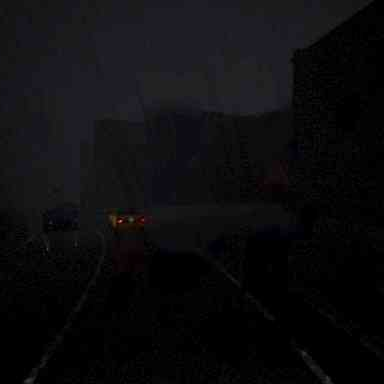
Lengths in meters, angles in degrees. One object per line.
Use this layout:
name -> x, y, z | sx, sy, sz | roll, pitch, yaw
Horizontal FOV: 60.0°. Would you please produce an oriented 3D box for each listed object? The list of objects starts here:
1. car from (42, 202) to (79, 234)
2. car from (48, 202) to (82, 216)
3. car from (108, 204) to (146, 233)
car -> -8.535, 1.690, 21.534 | 1.882, 1.535, 5.008 | -2, 0, -24
car -> -14.983, 1.940, 38.921 | 2.033, 1.411, 5.357 | -4, 1, -40
car -> -4.116, 1.526, 20.433 | 1.801, 1.575, 5.366 | -2, 0, -19
